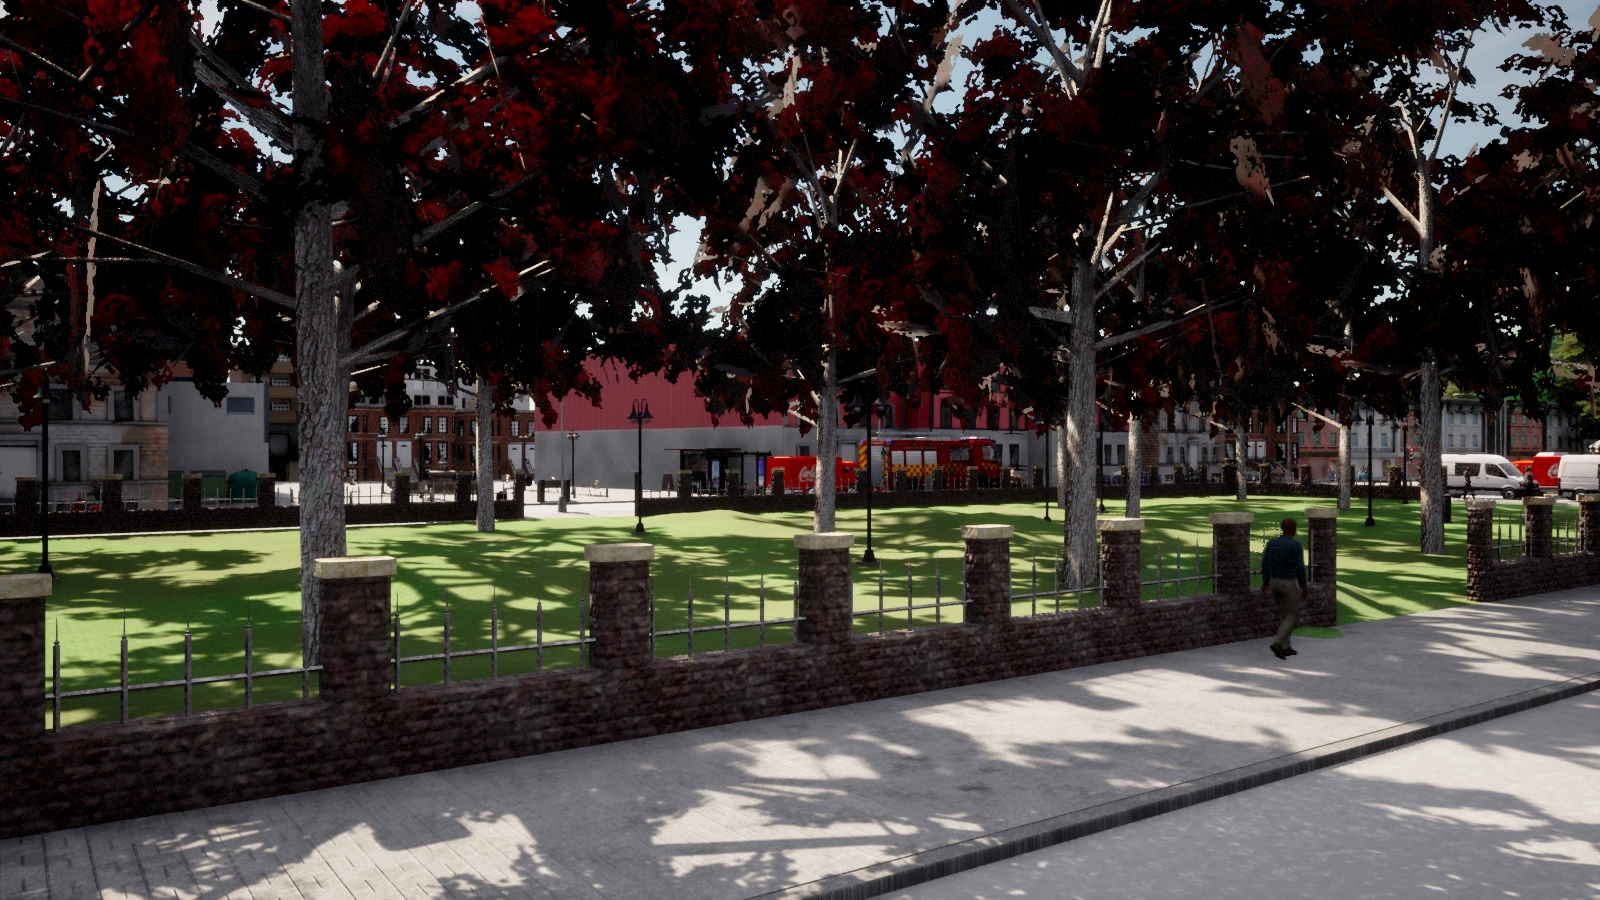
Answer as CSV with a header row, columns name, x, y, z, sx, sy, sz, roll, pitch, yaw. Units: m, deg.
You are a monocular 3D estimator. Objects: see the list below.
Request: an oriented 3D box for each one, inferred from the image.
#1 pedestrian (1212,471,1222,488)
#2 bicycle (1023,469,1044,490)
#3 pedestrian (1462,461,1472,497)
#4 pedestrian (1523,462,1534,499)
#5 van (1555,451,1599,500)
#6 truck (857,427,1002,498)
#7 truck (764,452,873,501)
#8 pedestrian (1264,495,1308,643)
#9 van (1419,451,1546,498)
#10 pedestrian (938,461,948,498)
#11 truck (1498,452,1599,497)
name,x,y,z,sx,sy,sz,roll,pitch,yaw
pedestrian,26.882,1.907,73.650,0.500,1.100,0.500,0,0,-1
bicycle,15.398,1.936,75.296,1.643,1.296,0.373,0,0,-35
pedestrian,35.321,1.523,60.496,0.375,1.860,0.375,0,0,-38
pedestrian,37.013,1.525,58.056,0.375,1.860,0.375,0,0,-32
van,42.801,1.314,59.145,1.988,2.561,5.915,0,0,-34
truck,7.473,0.671,65.186,8.468,3.827,2.891,0,0,-35
truck,0.982,1.348,60.339,5.204,2.467,2.627,0,0,-35
pedestrian,6.275,1.525,14.762,0.375,1.860,0.375,0,0,-31
van,38.735,1.314,65.046,1.988,2.561,5.915,0,0,-34
pedestrian,7.386,1.524,58.958,0.375,1.860,0.375,0,0,-34
truck,43.313,1.345,65.355,2.627,2.467,5.204,0,0,-35
